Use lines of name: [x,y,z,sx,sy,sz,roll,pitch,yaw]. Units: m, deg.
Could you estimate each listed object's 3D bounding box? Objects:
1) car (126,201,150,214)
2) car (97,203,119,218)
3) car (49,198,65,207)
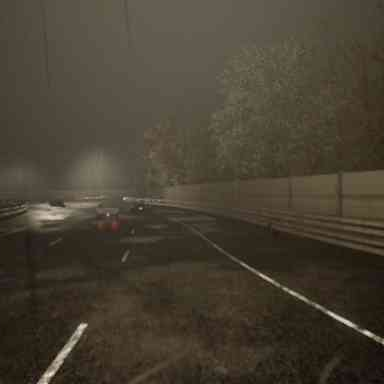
car: [-5.895,1.631,35.930,1.994,1.385,4.181,-1,0,-19]
car: [-7.932,1.690,31.050,1.895,1.301,4.718,-1,0,-17]
car: [-22.630,1.780,55.531,1.812,1.442,4.674,0,0,-32]
